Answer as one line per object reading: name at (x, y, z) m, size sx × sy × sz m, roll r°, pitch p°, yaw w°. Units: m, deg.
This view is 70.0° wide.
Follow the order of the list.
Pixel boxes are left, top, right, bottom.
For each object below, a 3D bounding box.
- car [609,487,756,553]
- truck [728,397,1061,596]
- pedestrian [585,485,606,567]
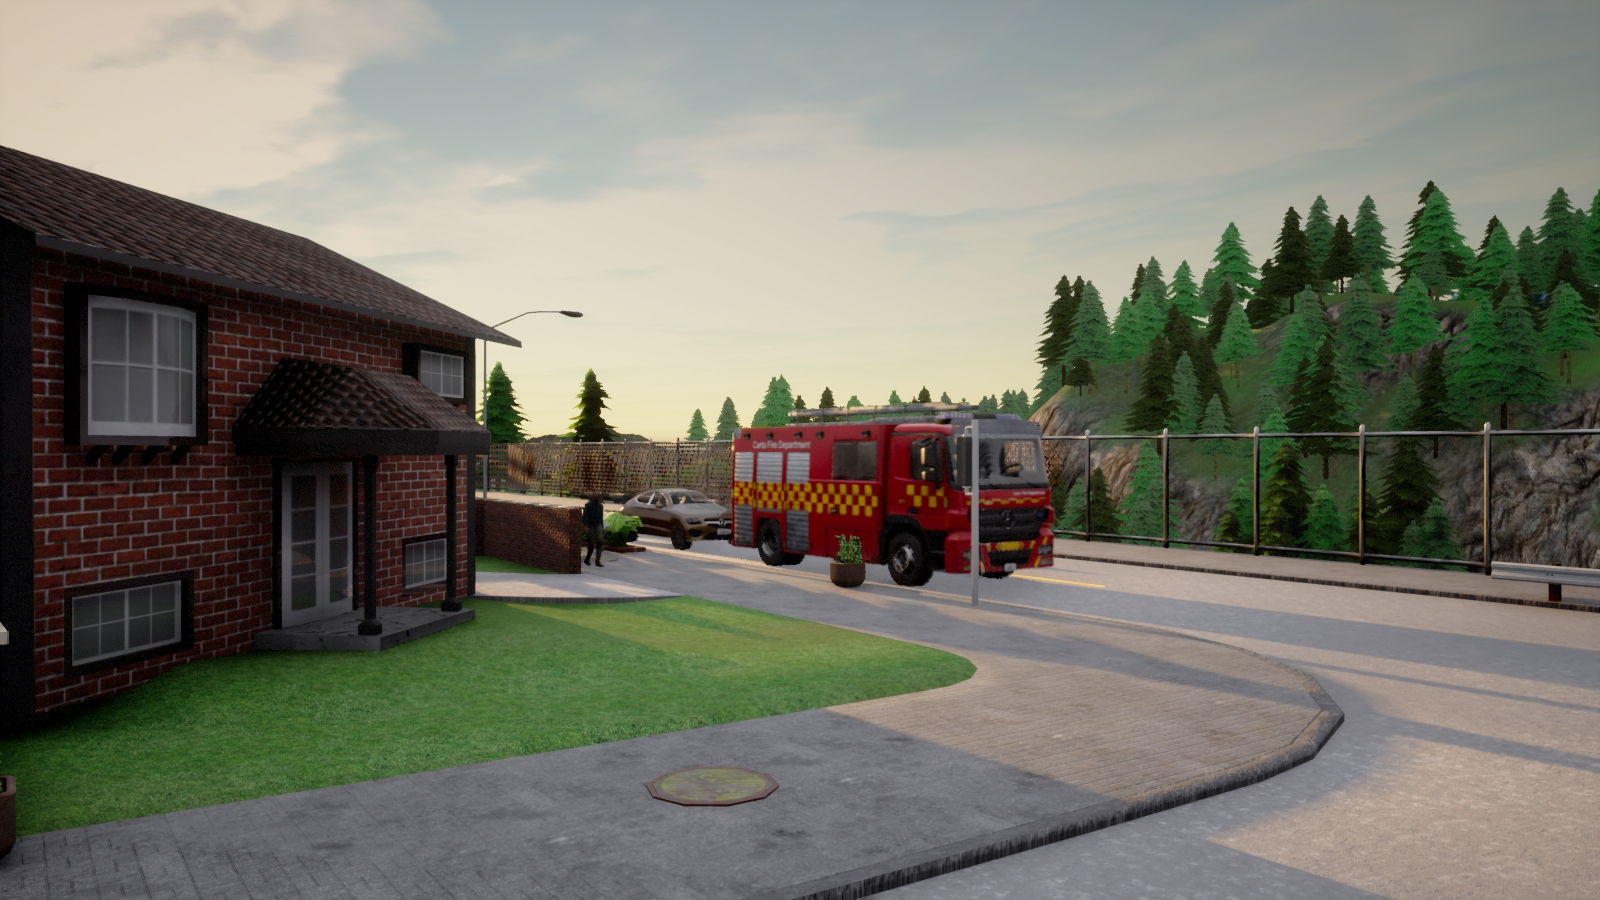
car at (-3.579, 1.992, 33.950) m, size 2.152 × 1.651 × 5.027 m, roll 0°, pitch 0°, yaw -35°
truck at (1.779, 0.891, 26.284) m, size 2.891 × 3.827 × 8.468 m, roll 0°, pitch 0°, yaw -35°
pedestrian at (-4.711, 1.745, 26.320) m, size 0.375 × 1.860 × 0.375 m, roll 0°, pitch 0°, yaw -35°
